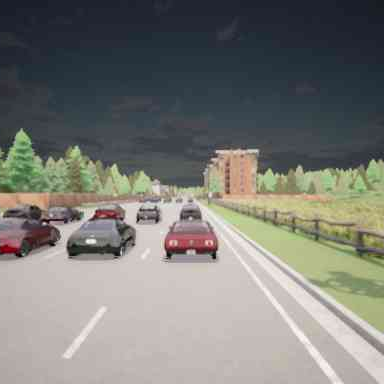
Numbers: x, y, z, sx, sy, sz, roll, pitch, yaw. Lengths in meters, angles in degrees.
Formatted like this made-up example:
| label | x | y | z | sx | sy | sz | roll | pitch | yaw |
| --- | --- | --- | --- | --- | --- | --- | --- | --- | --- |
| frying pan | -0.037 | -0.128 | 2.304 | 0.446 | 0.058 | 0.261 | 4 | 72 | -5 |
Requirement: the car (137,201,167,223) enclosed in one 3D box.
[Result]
| label | x | y | z | sx | sy | sz | roll | pitch | yaw |
| --- | --- | --- | --- | --- | --- | --- | --- | --- | --- |
| car | -3.594 | 1.802 | 28.538 | 2.128 | 1.511 | 4.902 | 0 | 0 | 0 |

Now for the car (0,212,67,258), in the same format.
| label | x | y | z | sx | sy | sz | roll | pitch | yaw |
| --- | --- | --- | --- | --- | --- | --- | --- | --- | --- |
| car | -7.015 | 1.712 | 13.531 | 1.994 | 1.385 | 4.181 | 0 | -1 | 0 |

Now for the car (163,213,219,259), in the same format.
| label | x | y | z | sx | sy | sz | roll | pitch | yaw |
| --- | --- | --- | --- | --- | --- | --- | --- | --- | --- |
| car | -0.018 | 1.746 | 13.302 | 1.895 | 1.301 | 4.718 | 0 | -1 | 0 |

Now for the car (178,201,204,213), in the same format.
| label | x | y | z | sx | sy | sz | roll | pitch | yaw |
| --- | --- | --- | --- | --- | --- | --- | --- | --- | --- |
| car | -0.093 | 1.817 | 28.556 | 1.837 | 1.490 | 4.892 | 0 | 0 | 0 |

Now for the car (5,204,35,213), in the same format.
| label | x | y | z | sx | sy | sz | roll | pitch | yaw |
| --- | --- | --- | --- | --- | --- | --- | --- | --- | --- |
| car | -14.093 | 1.816 | 28.500 | 1.837 | 1.490 | 4.892 | 0 | 0 | 0 |

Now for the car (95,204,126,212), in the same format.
| label | x | y | z | sx | sy | sz | roll | pitch | yaw |
| --- | --- | --- | --- | --- | --- | --- | --- | --- | --- |
| car | -7.091 | 1.795 | 29.257 | 1.882 | 1.535 | 5.008 | 0 | 0 | 0 |

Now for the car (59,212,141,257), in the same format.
| label | x | y | z | sx | sy | sz | roll | pitch | yaw |
| --- | --- | --- | --- | --- | --- | --- | --- | --- | --- |
| car | -3.513 | 1.713 | 13.589 | 1.994 | 1.385 | 4.181 | 0 | -1 | 0 |

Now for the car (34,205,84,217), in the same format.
| label | x | y | z | sx | sy | sz | roll | pitch | yaw |
| --- | --- | --- | --- | --- | --- | --- | --- | --- | --- |
| car | -10.597 | 1.846 | 27.509 | 2.033 | 1.411 | 5.357 | 0 | -1 | 0 |
